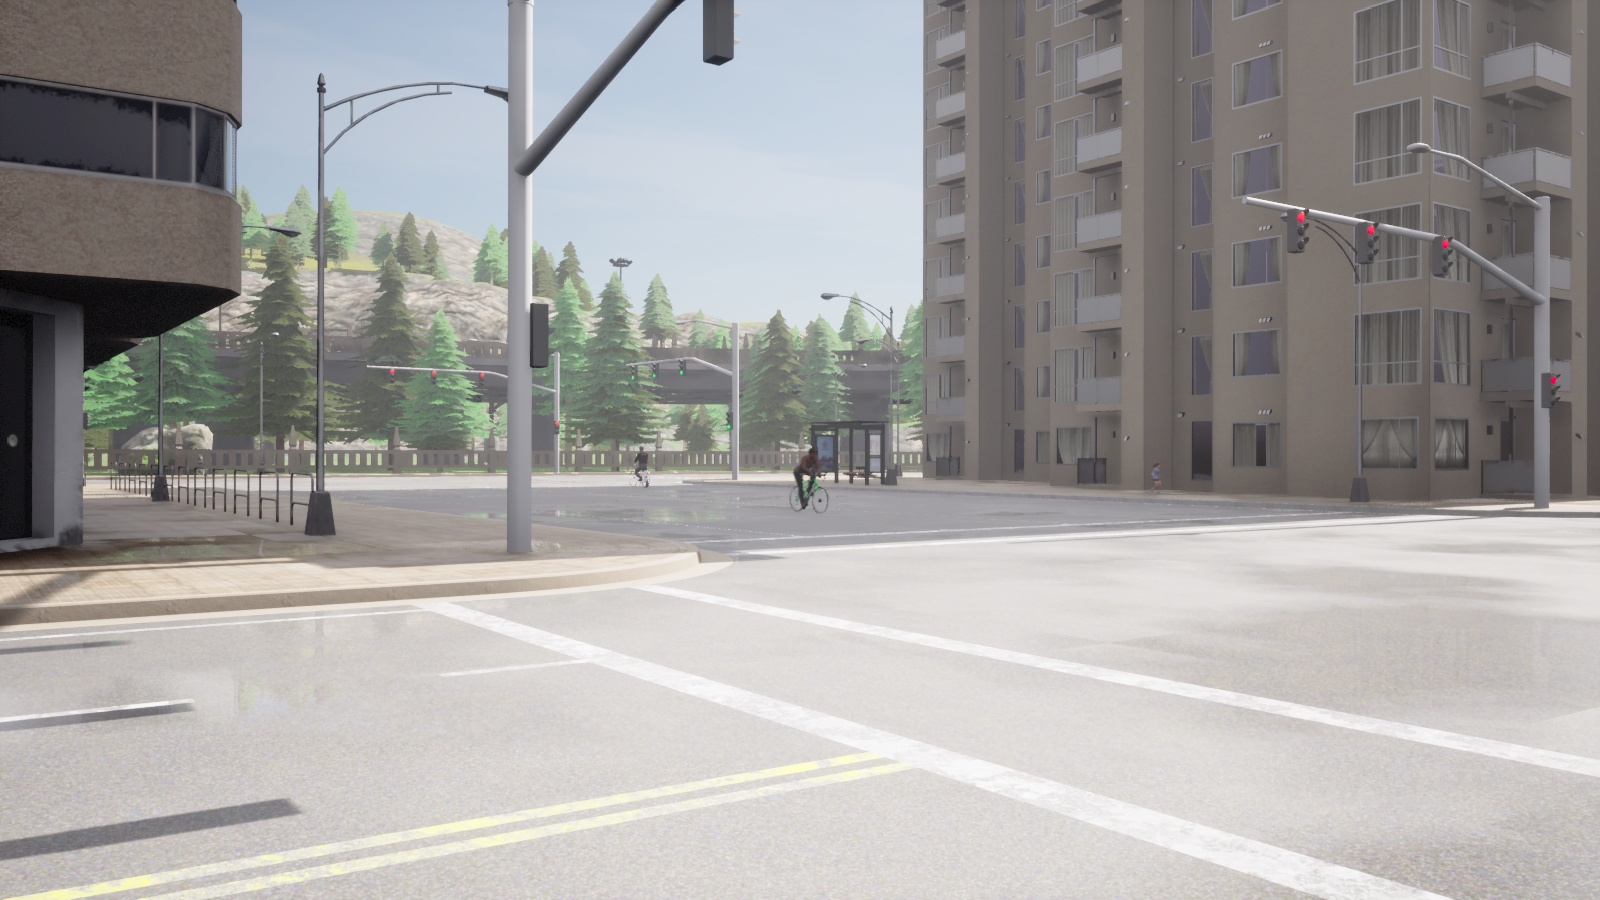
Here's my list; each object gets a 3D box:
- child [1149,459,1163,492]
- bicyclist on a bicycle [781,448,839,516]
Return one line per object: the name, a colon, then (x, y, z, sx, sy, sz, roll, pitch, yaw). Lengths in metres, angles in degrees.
child: (12.011, 0.862, 42.386, 0.255, 1.110, 0.394, 0, 0, -36)
bicyclist on a bicycle: (0.234, 0.774, 31.241, 0.582, 1.620, 1.656, 0, 0, -35)
